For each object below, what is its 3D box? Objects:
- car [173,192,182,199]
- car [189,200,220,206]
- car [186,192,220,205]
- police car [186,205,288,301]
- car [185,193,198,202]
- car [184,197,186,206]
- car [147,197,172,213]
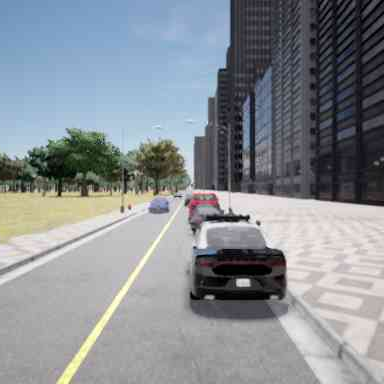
[{"bbox_3d":[-3.114,0.762,73.539,2.033,1.411,5.357,0,1,0],"label":"car"},{"bbox_3d":[0.874,1.381,18.276,1.812,1.442,4.674,0,0,0],"label":"car"},{"bbox_3d":[0.862,1.028,24.304,2.150,2.045,5.566,0,1,0],"label":"car"},{"bbox_3d":[0.889,1.360,8.385,1.930,1.638,5.238,0,0,0],"label":"police car"},{"bbox_3d":[-0.089,0.980,58.179,2.128,1.511,4.902,0,1,0],"label":"car"},{"bbox_3d":[-0.045,1.117,45.073,1.837,1.490,4.892,0,0,1],"label":"car"},{"bbox_3d":[-3.145,1.253,32.843,1.812,1.442,4.674,0,1,0],"label":"car"}]
